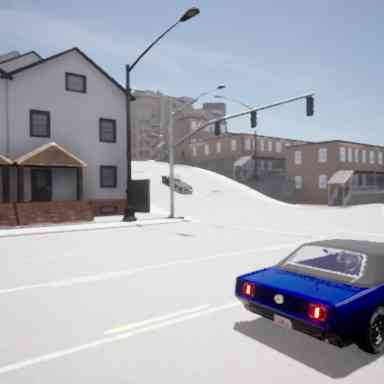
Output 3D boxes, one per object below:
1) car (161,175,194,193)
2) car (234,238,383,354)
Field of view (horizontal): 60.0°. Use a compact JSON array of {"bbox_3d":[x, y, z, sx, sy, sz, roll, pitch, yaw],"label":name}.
[{"bbox_3d":[-1.746,-1.083,39.536,1.895,1.301,4.718,-1,21,-37],"label":"car"},{"bbox_3d":[3.098,1.515,5.979,4.718,1.301,1.895,-1,1,-35],"label":"car"}]
